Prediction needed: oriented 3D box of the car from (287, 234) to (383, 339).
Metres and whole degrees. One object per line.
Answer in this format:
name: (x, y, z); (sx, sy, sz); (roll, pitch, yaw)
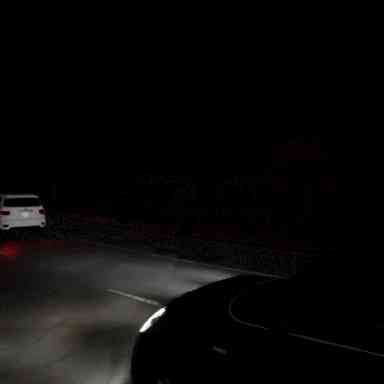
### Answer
car: (4.184, 1.619, 5.401); (4.718, 1.301, 1.895); (1, 0, 35)

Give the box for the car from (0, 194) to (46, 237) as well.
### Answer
car: (-9.545, 1.104, 17.386); (2.150, 2.045, 5.566); (0, 0, -43)

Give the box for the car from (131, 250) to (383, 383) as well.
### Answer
car: (1.577, 1.356, 3.046); (4.553, 1.767, 2.097); (0, 0, 35)
